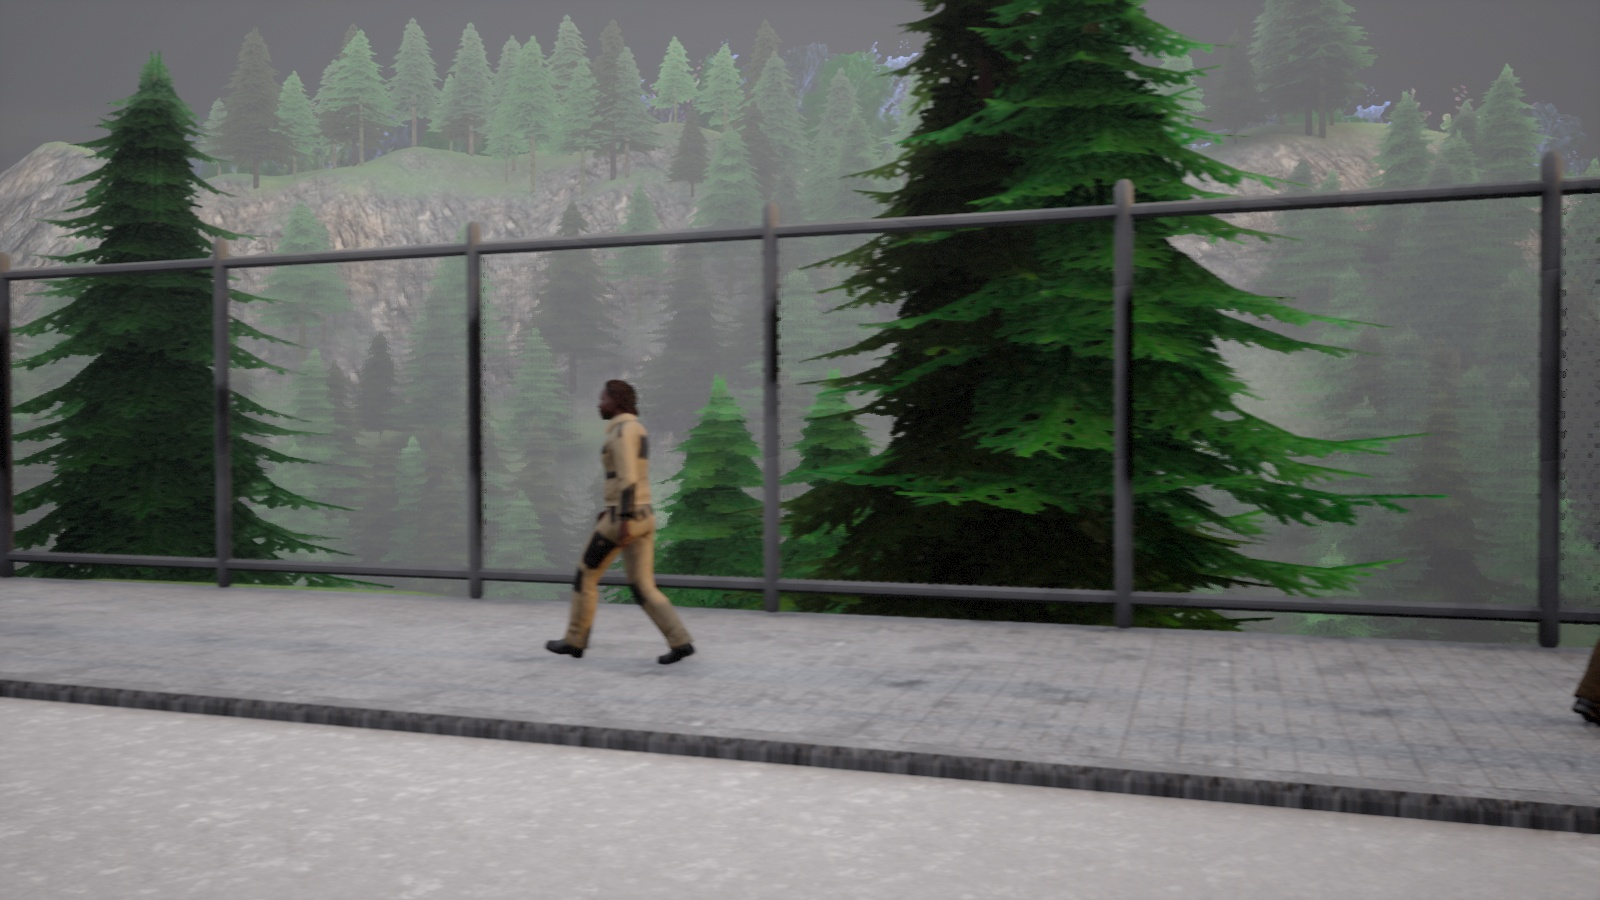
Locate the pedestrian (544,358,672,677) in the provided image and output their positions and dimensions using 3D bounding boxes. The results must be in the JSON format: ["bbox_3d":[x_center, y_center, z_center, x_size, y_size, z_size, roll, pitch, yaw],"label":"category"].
[{"bbox_3d":[-1.199,0.406,7.885,0.692,1.930,0.396,0,1,15],"label":"pedestrian"}]

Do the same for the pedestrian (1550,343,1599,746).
[{"bbox_3d":[4.160,0.453,6.176,0.692,1.930,0.395,0,1,-8],"label":"pedestrian"}]
